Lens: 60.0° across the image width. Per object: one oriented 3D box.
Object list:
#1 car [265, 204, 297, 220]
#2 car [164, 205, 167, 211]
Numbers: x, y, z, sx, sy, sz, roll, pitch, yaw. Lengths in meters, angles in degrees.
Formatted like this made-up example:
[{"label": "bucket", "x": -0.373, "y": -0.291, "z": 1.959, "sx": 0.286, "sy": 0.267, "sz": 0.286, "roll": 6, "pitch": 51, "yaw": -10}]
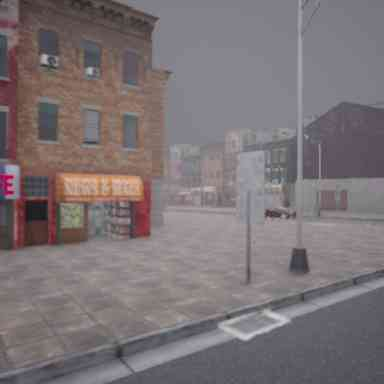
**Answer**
[{"label": "car", "x": 7.653, "y": 1.756, "z": 30.058, "sx": 1.887, "sy": 1.381, "sz": 4.507, "roll": -1, "pitch": -1, "yaw": -36}, {"label": "car", "x": -5.271, "y": 1.995, "z": 48.035, "sx": 1.967, "sy": 1.590, "sz": 4.097, "roll": -1, "pitch": -1, "yaw": -36}]
